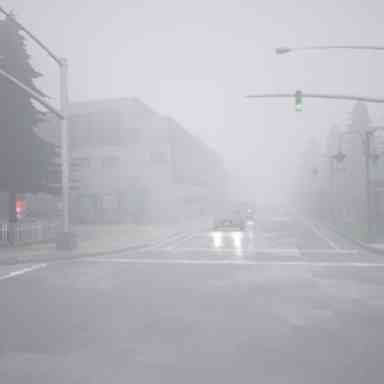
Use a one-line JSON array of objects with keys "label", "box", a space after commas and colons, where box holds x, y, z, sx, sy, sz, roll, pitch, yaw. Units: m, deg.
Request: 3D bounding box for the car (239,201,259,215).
[{"label": "car", "box": [7.150, 1.916, 41.072, 2.033, 1.411, 5.357, -1, -1, 14]}]

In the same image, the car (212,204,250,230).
[{"label": "car", "box": [2.640, 1.799, 22.743, 1.994, 1.385, 4.181, -1, -1, 14]}]

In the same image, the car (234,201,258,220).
[{"label": "car", "box": [4.669, 1.648, 31.008, 2.097, 1.767, 4.553, -1, -1, 14]}]
